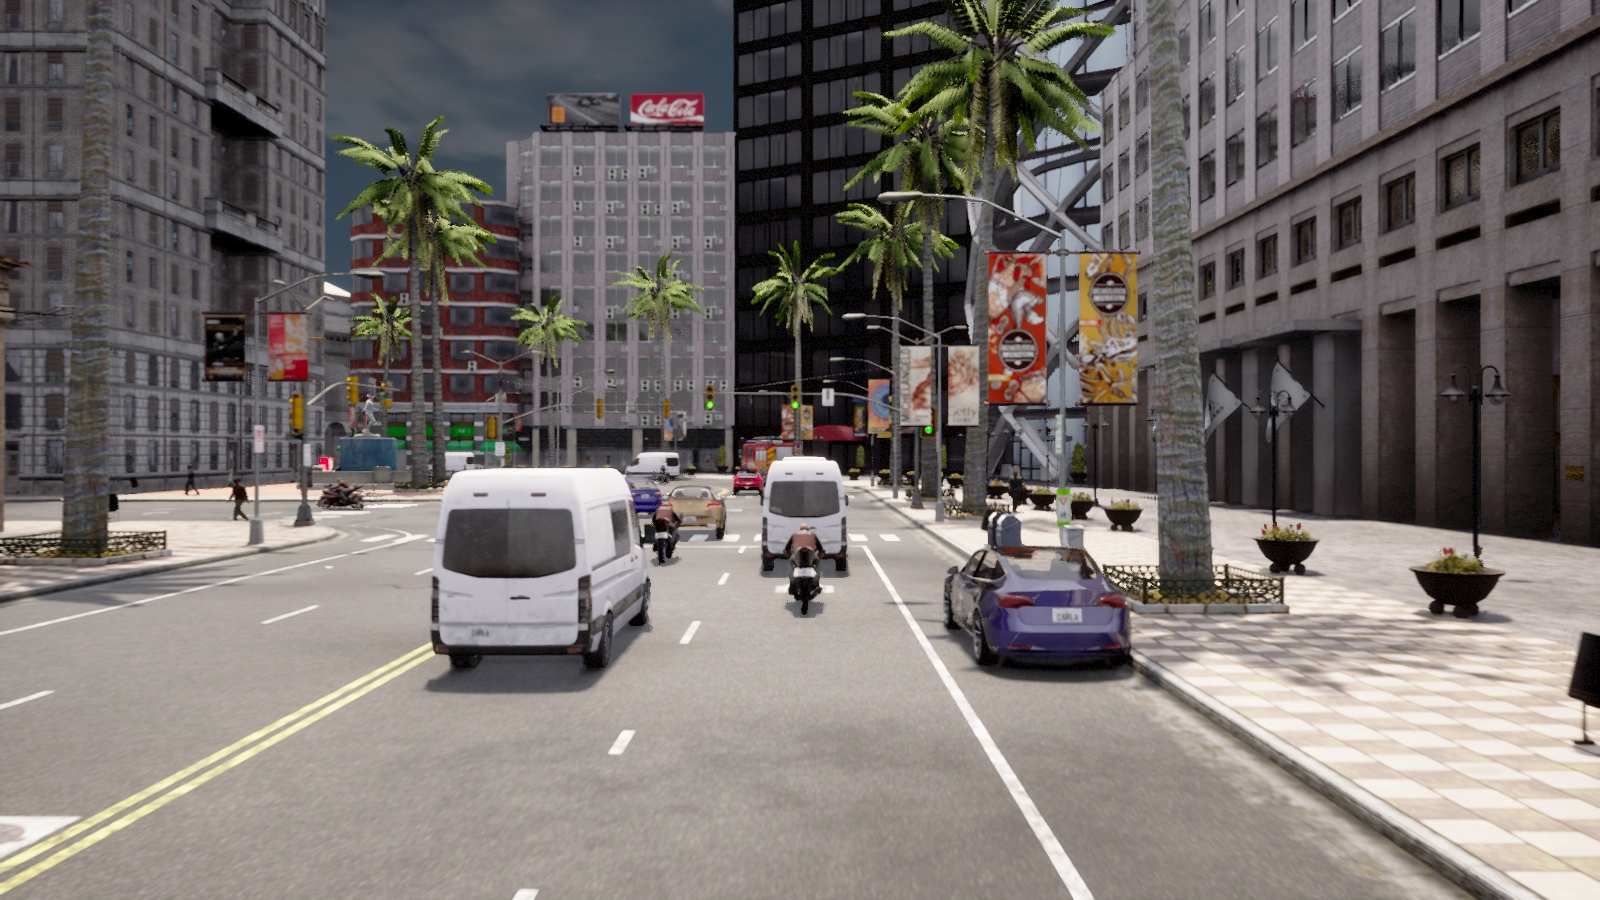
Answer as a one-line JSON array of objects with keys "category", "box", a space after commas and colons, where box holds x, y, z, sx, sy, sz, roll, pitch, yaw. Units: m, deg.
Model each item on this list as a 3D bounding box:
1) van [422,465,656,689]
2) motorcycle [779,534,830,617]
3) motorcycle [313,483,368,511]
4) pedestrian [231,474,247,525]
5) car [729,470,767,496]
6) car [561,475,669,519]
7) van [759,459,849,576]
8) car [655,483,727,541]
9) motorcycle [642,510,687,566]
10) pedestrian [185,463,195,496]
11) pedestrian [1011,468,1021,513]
[{"category": "van", "box": [-3.443, 1.534, 16.419, 1.988, 2.561, 5.915, 0, 0, 0]}, {"category": "motorcycle", "box": [0.077, 2.205, 20.418, 0.867, 1.251, 2.209, 0, 0, 0]}, {"category": "motorcycle", "box": [-21.511, 2.201, 53.527, 2.209, 1.251, 0.867, 0, 0, 4]}, {"category": "pedestrian", "box": [-20.929, 1.843, 42.651, 0.375, 1.860, 0.375, 0, 0, 24]}, {"category": "car", "box": [-3.263, 2.060, 72.605, 2.231, 1.480, 4.892, 0, 0, 0]}, {"category": "car", "box": [-7.935, 1.966, 48.753, 2.242, 1.667, 4.611, 0, 0, -45]}, {"category": "van", "box": [0.102, 1.534, 28.403, 1.988, 2.561, 5.915, 0, 0, 0]}, {"category": "car", "box": [-3.527, 1.991, 37.820, 2.152, 1.651, 5.027, 0, 0, -3]}, {"category": "motorcycle", "box": [-3.393, 2.204, 28.870, 0.867, 1.251, 2.209, 0, 0, 0]}, {"category": "pedestrian", "box": [-34.938, 1.690, 65.473, 0.375, 1.860, 0.375, 0, 0, -5]}, {"category": "pedestrian", "box": [8.988, 1.697, 47.614, 0.375, 1.860, 0.375, 0, 0, 7]}]
